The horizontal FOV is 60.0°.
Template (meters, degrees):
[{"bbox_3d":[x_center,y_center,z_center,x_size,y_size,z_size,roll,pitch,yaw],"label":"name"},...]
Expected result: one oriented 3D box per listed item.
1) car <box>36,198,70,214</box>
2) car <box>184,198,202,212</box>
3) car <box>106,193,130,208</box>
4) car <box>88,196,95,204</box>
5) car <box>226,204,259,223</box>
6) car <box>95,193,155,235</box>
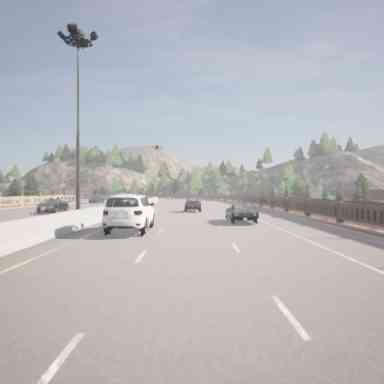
[{"bbox_3d":[-14.096,1.412,33.918,2.128,1.511,4.902,0,0,0],"label":"car"},{"bbox_3d":[0.094,1.409,38.015,2.128,1.511,4.902,0,0,0],"label":"car"},{"bbox_3d":[-10.574,1.136,47.907,2.150,2.045,5.566,0,0,0],"label":"car"},{"bbox_3d":[-17.610,1.422,61.267,1.837,1.490,4.892,0,0,0],"label":"car"},{"bbox_3d":[3.596,1.536,24.631,1.895,1.301,4.718,0,0,0],"label":"car"},{"bbox_3d":[-3.403,1.168,18.587,2.150,2.045,5.566,0,0,0],"label":"car"}]
